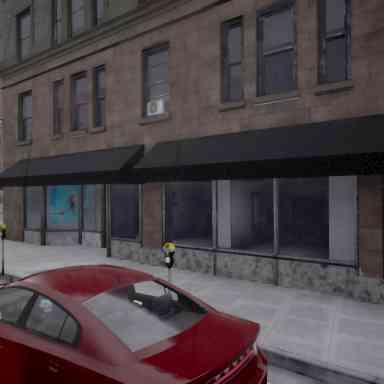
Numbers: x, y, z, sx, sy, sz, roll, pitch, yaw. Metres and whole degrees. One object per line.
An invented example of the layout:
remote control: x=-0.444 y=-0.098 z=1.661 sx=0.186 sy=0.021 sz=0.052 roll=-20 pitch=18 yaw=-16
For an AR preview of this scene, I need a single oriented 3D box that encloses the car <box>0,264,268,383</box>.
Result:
car: x=-1.396 y=1.545 z=3.861 sx=4.507 sy=1.381 sz=1.887 roll=0 pitch=0 yaw=36
